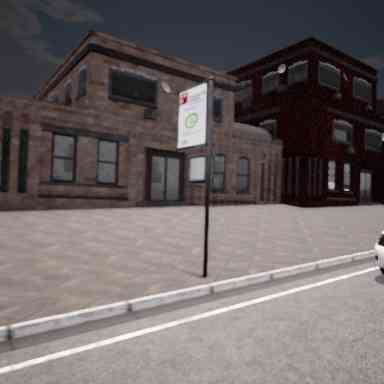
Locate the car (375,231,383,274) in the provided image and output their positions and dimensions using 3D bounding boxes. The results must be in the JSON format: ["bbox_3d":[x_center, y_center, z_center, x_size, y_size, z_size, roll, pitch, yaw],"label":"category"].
[{"bbox_3d":[7.298,1.235,9.165,5.566,2.045,2.150,0,0,-36],"label":"car"}]
